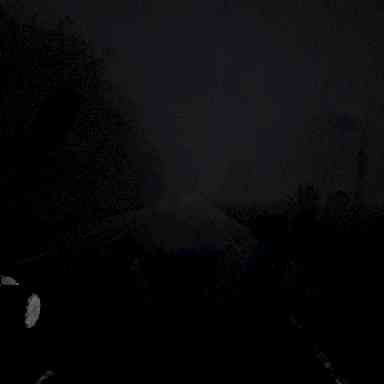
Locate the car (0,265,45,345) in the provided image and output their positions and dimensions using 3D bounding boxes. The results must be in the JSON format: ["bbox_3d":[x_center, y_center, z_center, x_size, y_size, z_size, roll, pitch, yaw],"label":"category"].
[{"bbox_3d":[-3.400,1.482,3.731,1.837,1.490,4.892,0,0,0],"label":"car"}]

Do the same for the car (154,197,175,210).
[{"bbox_3d":[-3.116,1.304,37.935,1.812,1.442,4.674,0,0,2],"label":"car"}]
